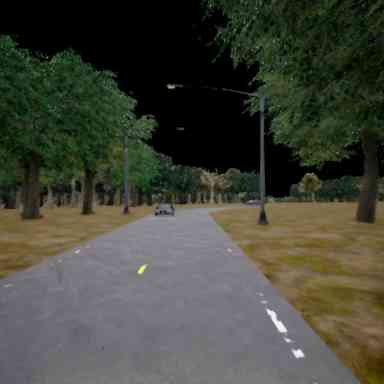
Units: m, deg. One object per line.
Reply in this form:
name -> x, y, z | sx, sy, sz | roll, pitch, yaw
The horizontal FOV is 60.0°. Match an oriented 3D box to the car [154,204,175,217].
car -> -2.963, 1.983, 36.682 | 1.994, 1.385, 4.181 | 0, -1, 2

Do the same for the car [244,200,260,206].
car -> 13.623, 2.433, 74.442 | 4.674, 1.442, 1.812 | 1, -2, -41
